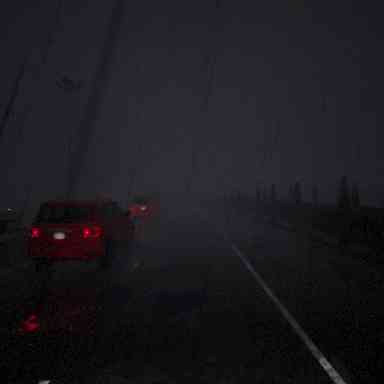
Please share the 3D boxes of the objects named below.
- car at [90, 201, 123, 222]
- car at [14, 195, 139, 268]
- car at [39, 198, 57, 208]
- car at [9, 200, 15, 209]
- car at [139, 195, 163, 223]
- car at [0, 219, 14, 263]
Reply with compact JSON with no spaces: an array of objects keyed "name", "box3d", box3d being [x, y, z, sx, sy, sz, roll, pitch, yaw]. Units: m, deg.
[{"name":"car","box3d":[-7.150,1.590,28.259,1.812,1.442,4.674,0,0,-2]},{"name":"car","box3d":[-3.468,1.250,11.452,2.150,2.045,5.566,0,0,1]},{"name":"car","box3d":[-21.600,1.678,50.057,1.994,1.385,4.181,0,0,-17]},{"name":"car","box3d":[-24.474,1.634,47.492,1.812,1.442,4.674,0,0,-16]},{"name":"car","box3d":[-3.579,1.283,26.500,2.150,2.045,5.566,0,0,-1]},{"name":"car","box3d":[-6.961,1.628,11.979,1.895,1.301,4.718,0,0,1]}]
